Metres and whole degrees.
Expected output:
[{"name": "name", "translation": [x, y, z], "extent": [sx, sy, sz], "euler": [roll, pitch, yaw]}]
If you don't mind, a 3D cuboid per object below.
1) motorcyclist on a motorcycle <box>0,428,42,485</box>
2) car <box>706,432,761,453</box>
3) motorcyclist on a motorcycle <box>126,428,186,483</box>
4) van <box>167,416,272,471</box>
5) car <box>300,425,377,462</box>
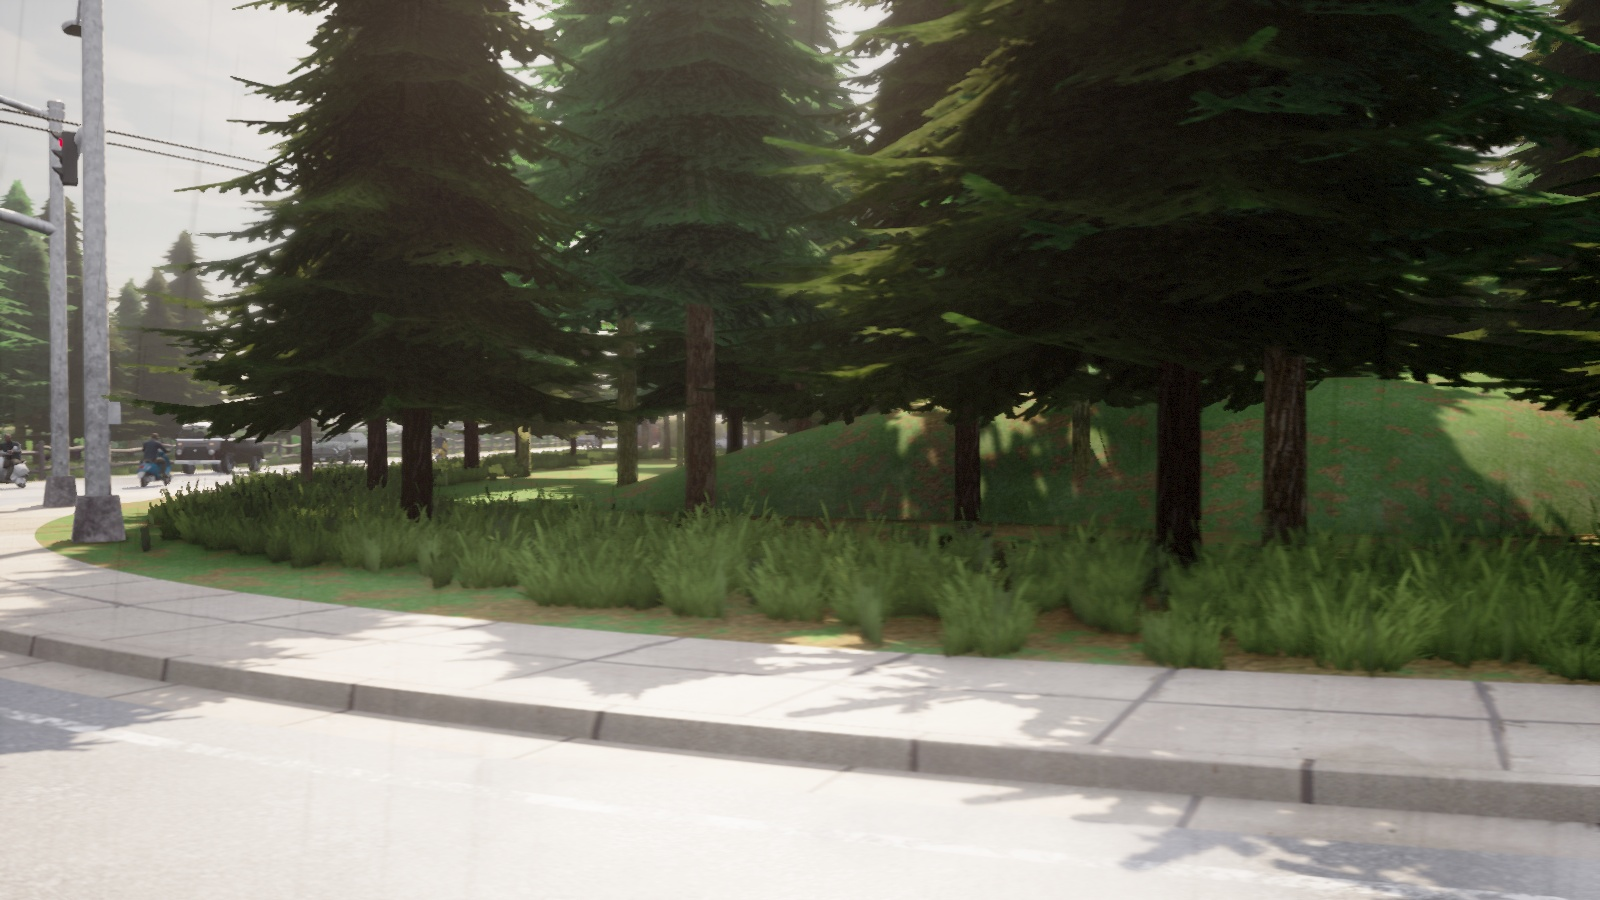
[{"name": "motorcyclist on a motorcycle", "translation": [-22.508, 0.159, 35.681], "extent": [0.866, 1.590, 1.817], "euler": [0, 1, 0]}, {"name": "car", "translation": [-4.699, -0.522, 89.339], "extent": [3.806, 1.475, 1.970], "euler": [0, 1, -1]}, {"name": "motorcyclist on a motorcycle", "translation": [-19.010, 0.153, 37.107], "extent": [0.866, 1.590, 1.817], "euler": [0, 1, 0]}, {"name": "van", "translation": [-22.579, -0.269, 49.067], "extent": [2.069, 2.038, 4.480], "euler": [0, 1, 0]}, {"name": "car", "translation": [-22.678, -0.332, 61.941], "extent": [2.097, 1.767, 4.553], "euler": [0, 1, 0]}]
